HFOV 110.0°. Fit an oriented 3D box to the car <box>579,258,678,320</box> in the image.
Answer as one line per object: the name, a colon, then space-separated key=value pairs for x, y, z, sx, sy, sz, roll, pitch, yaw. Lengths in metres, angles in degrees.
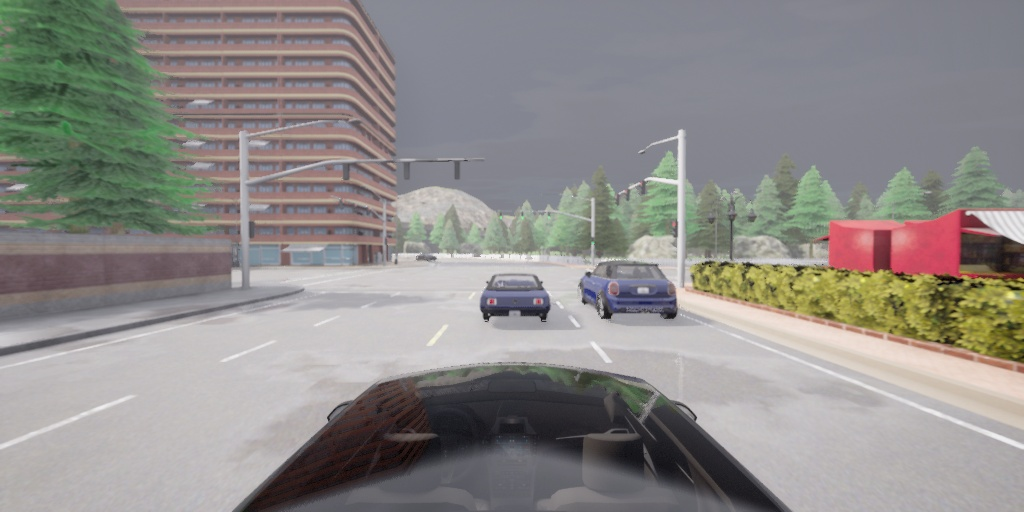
car: x=3.584 y=0.918 z=11.897 sx=2.097 sy=1.767 sz=4.553 roll=0 pitch=1 yaw=0

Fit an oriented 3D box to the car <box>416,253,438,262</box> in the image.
car: x=-14.636 y=0.214 z=61.501 sx=2.033 sy=1.411 sz=5.357 roll=-1 pitch=1 yaw=-37

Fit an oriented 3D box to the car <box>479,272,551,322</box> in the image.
car: x=0.076 y=1.173 z=11.517 sx=1.895 sy=1.301 sz=4.718 roll=0 pitch=1 yaw=0
